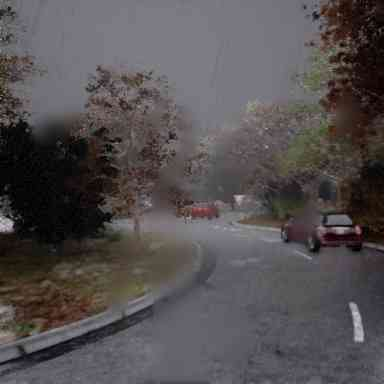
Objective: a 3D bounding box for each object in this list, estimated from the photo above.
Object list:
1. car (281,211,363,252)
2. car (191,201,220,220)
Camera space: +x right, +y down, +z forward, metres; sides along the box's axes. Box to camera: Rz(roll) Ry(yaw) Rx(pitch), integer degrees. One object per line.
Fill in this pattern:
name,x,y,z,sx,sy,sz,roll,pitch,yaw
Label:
car,5.826,1.653,15.551,2.097,1.767,4.553,0,-1,-5
car,1.586,1.998,36.996,2.150,2.045,5.566,-1,-2,18
